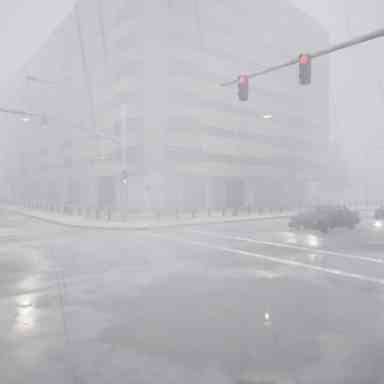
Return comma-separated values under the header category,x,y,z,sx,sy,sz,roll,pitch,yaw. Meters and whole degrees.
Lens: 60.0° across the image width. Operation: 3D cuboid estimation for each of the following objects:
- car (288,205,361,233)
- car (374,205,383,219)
category,x,y,z,sx,sy,sz,roll,pitch,yaw
car,7.815,1.462,19.240,5.357,1.411,2.033,0,1,-40
car,15.961,1.455,26.000,4.181,1.385,1.994,0,1,-40
